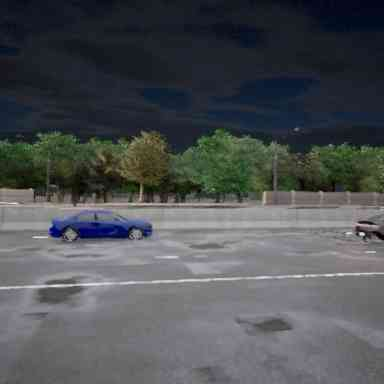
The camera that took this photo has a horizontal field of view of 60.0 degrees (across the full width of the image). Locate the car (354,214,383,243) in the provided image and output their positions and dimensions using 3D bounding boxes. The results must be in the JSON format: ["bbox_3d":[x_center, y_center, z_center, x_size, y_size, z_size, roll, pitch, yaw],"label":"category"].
[{"bbox_3d":[10.357,1.800,16.113,4.902,1.511,2.128,1,-1,-11],"label":"car"}]

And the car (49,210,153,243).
[{"bbox_3d":[-4.491,1.665,16.767,5.008,1.535,1.882,1,-1,-11],"label":"car"}]
